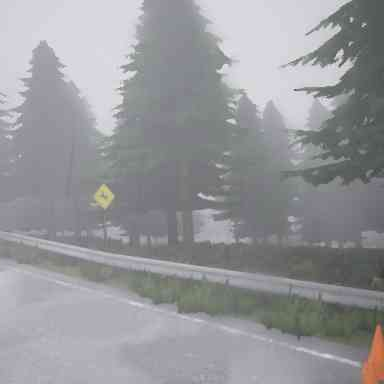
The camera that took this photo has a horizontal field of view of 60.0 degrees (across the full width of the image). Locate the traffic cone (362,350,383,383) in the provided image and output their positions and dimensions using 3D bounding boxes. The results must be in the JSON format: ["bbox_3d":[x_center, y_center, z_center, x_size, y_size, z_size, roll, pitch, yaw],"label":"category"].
[{"bbox_3d":[1.773,1.956,3.297,0.340,0.580,0.340,0,0,34],"label":"traffic cone"}]

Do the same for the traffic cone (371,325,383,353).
[{"bbox_3d":[2.321,1.956,4.130,0.340,0.580,0.340,0,0,34],"label":"traffic cone"}]
